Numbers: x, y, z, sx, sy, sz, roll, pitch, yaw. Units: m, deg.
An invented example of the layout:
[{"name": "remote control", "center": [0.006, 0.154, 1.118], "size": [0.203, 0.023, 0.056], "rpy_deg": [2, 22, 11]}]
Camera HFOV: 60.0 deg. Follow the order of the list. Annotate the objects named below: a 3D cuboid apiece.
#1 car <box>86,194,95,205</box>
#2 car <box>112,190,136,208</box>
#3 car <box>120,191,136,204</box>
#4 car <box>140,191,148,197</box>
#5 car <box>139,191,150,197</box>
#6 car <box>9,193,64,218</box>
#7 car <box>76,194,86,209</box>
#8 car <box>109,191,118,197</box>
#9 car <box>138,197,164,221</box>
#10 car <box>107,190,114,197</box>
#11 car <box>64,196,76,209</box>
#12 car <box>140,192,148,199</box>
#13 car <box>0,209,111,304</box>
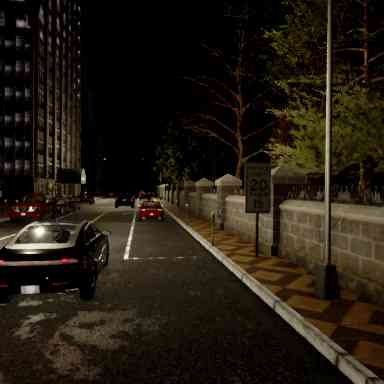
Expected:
[{"name": "car", "center": [-14.124, 0.988, 44.669], "size": [1.752, 1.417, 4.829], "rpy_deg": [0, 1, -9]}, {"name": "car", "center": [-7.801, 0.930, 38.909], "size": [2.097, 1.767, 4.553], "rpy_deg": [0, 1, -8]}, {"name": "car", "center": [-9.349, 0.819, 48.602], "size": [2.097, 1.767, 4.553], "rpy_deg": [0, 1, -9]}, {"name": "car", "center": [-12.246, 0.514, 84.275], "size": [1.967, 1.590, 4.097], "rpy_deg": [0, 1, -9]}, {"name": "car", "center": [-8.882, 0.646, 62.422], "size": [2.192, 1.841, 5.009], "rpy_deg": [0, 1, -9]}, {"name": "car", "center": [-10.785, 1.022, 22.984], "size": [2.192, 1.841, 5.009], "rpy_deg": [0, 1, -9]}, {"name": "car", "center": [-12.468, 1.136, 33.912], "size": [2.008, 1.369, 4.403], "rpy_deg": [0, 1, -9]}, {"name": "car", "center": [-20.876, 0.515, 88.540], "size": [1.947, 1.339, 4.313], "rpy_deg": [0, 1, -9]}, {"name": "car", "center": [-2.998, 1.311, 24.186], "size": [1.887, 1.381, 4.507], "rpy_deg": [0, 1, -9]}, {"name": "car", "center": [-20.033, 0.330, 83.074], "size": [2.192, 1.841, 5.009], "rpy_deg": [0, 1, -9]}, {"name": "car", "center": [-11.627, 1.197, 28.449], "size": [2.008, 1.369, 4.403], "rpy_deg": [0, 1, -9]}, {"name": "car", "center": [-10.591, 0.727, 73.519], "size": [1.752, 1.417, 4.829], "rpy_deg": [0, 1, -9]}, {"name": "car", "center": [-3.104, 1.410, 8.025], "size": [2.128, 1.511, 4.902], "rpy_deg": [0, 1, -9]}]
